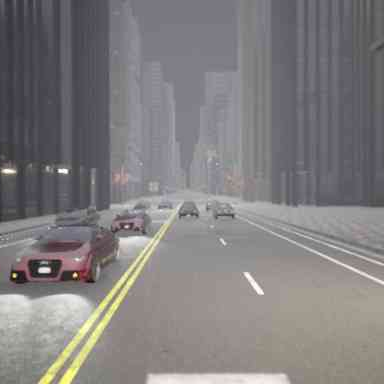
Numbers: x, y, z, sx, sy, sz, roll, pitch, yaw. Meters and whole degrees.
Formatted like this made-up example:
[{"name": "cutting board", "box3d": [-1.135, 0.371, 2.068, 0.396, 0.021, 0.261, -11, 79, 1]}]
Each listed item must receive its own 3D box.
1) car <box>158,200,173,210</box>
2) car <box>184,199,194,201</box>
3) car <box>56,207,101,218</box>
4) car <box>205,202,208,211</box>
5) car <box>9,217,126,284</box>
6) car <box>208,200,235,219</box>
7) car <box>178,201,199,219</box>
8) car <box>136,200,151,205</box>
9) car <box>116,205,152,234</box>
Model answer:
[{"name": "car", "box3d": [-3.801, 1.899, 48.485, 1.994, 1.385, 4.181, 0, 0, -1]}, {"name": "car", "box3d": [-0.466, 1.782, 47.065, 1.837, 1.490, 4.892, 0, 0, -2]}, {"name": "car", "box3d": [-6.805, 1.671, 19.978, 1.837, 1.490, 4.892, 0, 0, -1]}, {"name": "car", "box3d": [2.783, 1.801, 44.597, 2.033, 1.411, 5.357, 0, 0, 0]}, {"name": "car", "box3d": [-3.433, 1.649, 9.753, 1.994, 1.385, 4.181, 0, 0, 0]}, {"name": "car", "box3d": [2.927, 1.738, 31.429, 2.033, 1.411, 5.357, 0, 0, 0]}, {"name": "car", "box3d": [-0.298, 1.809, 31.811, 1.895, 1.301, 4.718, 0, 0, 0]}, {"name": "car", "box3d": [-7.051, 1.916, 48.447, 2.033, 1.411, 5.357, 0, 0, -1]}, {"name": "car", "box3d": [-3.556, 1.717, 20.049, 1.994, 1.385, 4.181, 0, 0, -1]}]
